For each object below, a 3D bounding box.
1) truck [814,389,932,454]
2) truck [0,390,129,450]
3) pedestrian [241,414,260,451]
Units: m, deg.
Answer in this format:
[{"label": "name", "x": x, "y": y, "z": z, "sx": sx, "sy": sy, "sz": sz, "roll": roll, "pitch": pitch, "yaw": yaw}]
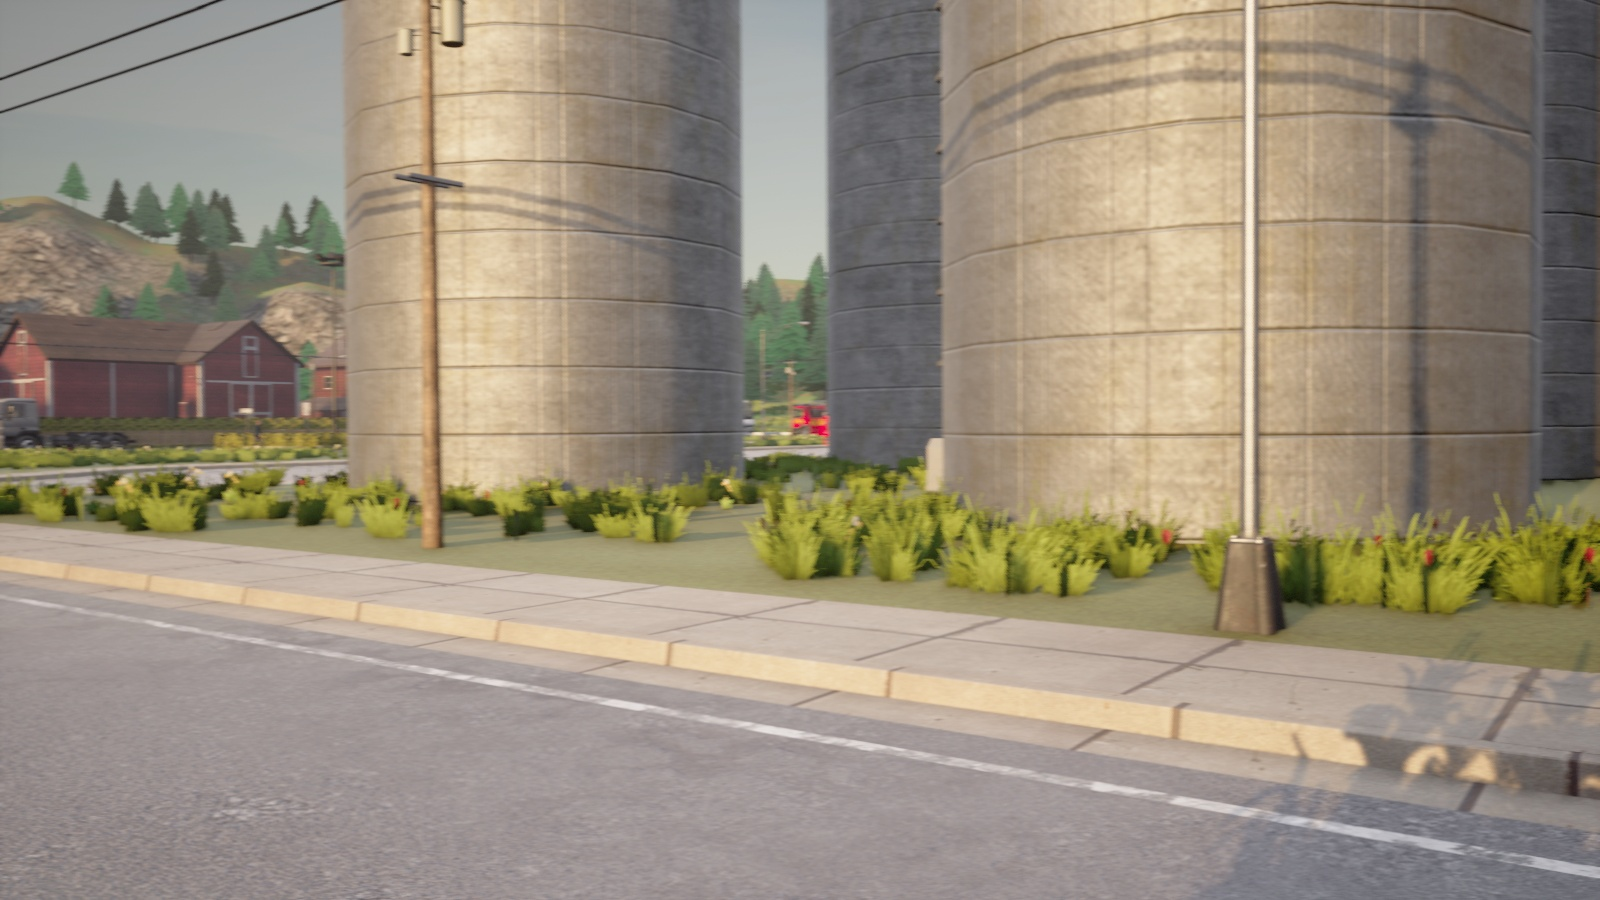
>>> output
[{"label": "truck", "x": 4.190, "y": -1.601, "z": 70.531, "sx": 2.891, "sy": 3.462, "sz": 7.936, "roll": 1, "pitch": 1, "yaw": 35}, {"label": "truck", "x": -45.166, "y": -1.787, "z": 75.633, "sx": 2.891, "sy": 3.462, "sz": 7.936, "roll": 1, "pitch": 1, "yaw": 35}, {"label": "pedestrian", "x": -27.508, "y": -0.858, "z": 62.856, "sx": 0.726, "sy": 1.842, "sz": 0.402, "roll": 0, "pitch": 1, "yaw": 6}]
